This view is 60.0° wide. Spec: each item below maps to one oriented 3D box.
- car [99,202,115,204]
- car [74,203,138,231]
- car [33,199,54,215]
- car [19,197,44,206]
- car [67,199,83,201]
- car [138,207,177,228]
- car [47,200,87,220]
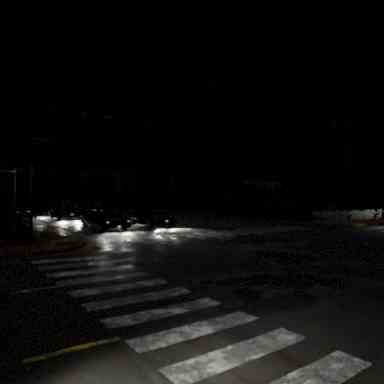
[{"bbox_3d":[-7.898,1.705,31.029,2.128,1.511,4.902,1,-1,-35],"label":"car"},{"bbox_3d":[-5.896,1.713,22.176,2.033,1.411,5.357,1,-1,-35],"label":"car"},{"bbox_3d":[-16.315,1.773,36.813,1.895,1.301,4.718,1,-1,-36],"label":"car"},{"bbox_3d":[-29.314,1.751,60.854,4.674,1.442,1.812,0,-1,30],"label":"car"},{"bbox_3d":[-13.569,1.569,38.978,2.097,1.767,4.553,1,-1,-36],"label":"car"},{"bbox_3d":[-2.818,1.775,23.885,1.994,1.385,4.181,1,-1,-35],"label":"car"},{"bbox_3d":[-11.239,1.733,29.698,1.994,1.385,4.181,1,-1,-35],"label":"car"}]
